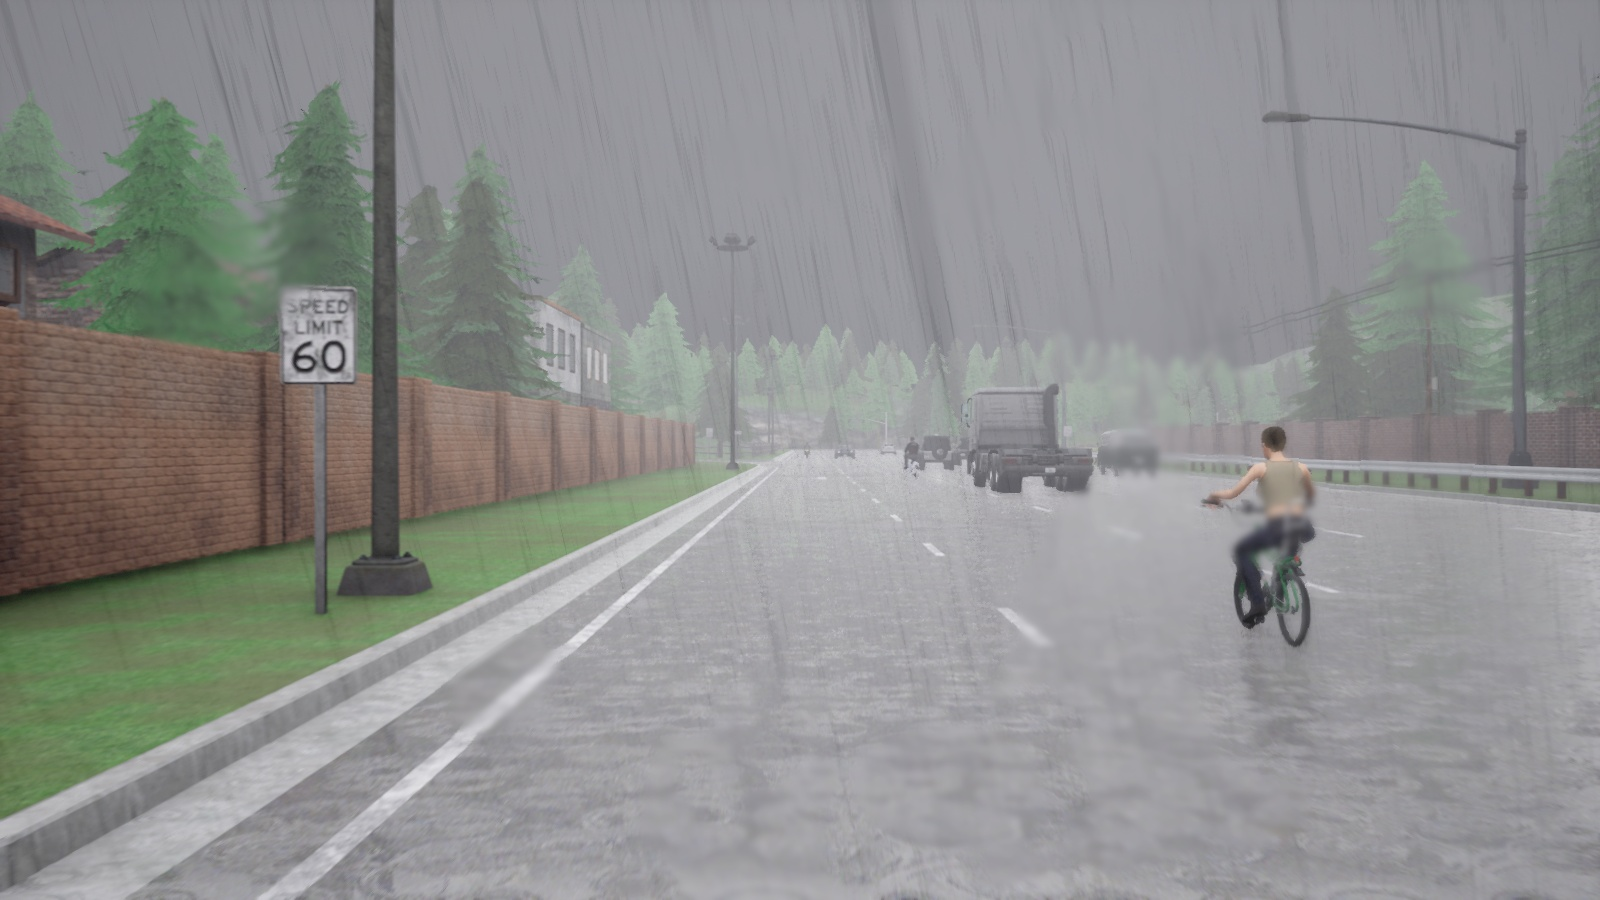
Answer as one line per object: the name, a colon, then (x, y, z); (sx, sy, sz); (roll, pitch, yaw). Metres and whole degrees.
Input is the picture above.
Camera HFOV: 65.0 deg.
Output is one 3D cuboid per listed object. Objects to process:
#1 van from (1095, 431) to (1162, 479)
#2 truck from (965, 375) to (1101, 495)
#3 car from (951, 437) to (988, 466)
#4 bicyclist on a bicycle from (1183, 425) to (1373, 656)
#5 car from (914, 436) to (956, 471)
van: (14.321, 0.198, 54.989); (1.775, 1.987, 4.442); (0, 0, 0)
truck: (7.238, -0.458, 40.154); (2.891, 3.462, 7.936); (0, 0, 0)
car: (10.968, 0.087, 81.607); (1.905, 1.878, 3.866); (0, 0, 0)
bicyclist on a bicycle: (3.571, 0.632, 9.536); (0.866, 1.612, 1.509); (0, 0, 0)
car: (7.398, 0.156, 68.986); (1.905, 1.878, 3.866); (0, 0, 0)
